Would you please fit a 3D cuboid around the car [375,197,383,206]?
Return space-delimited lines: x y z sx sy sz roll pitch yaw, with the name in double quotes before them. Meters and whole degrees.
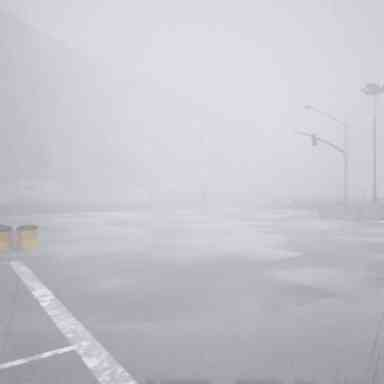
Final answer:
"car" 30.232 1.461 51.296 4.181 1.385 1.994 0 0 -35

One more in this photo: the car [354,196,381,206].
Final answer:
"car" 28.803 1.401 54.546 4.892 1.490 1.837 0 0 -35

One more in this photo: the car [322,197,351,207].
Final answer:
"car" 21.521 1.478 49.413 4.181 1.385 1.994 0 0 -34

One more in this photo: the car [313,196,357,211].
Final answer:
"car" 15.886 1.462 36.841 4.674 1.442 1.812 0 0 -35

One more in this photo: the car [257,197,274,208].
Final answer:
"car" 11.118 1.427 46.332 4.902 1.511 2.128 0 0 -35

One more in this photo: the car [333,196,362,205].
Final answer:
"car" 26.925 1.444 57.505 5.357 1.411 2.033 0 0 -36

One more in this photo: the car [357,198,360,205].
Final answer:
"car" 23.033 1.515 46.221 4.718 1.301 1.895 0 0 -35

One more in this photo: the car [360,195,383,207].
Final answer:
"car" 24.160 1.421 42.735 4.892 1.490 1.837 0 0 -35

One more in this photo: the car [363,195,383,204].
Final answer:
"car" 34.619 1.356 63.172 5.008 1.535 1.882 0 0 -38

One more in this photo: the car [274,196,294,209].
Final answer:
"car" 13.385 1.286 43.651 4.553 1.767 2.097 0 0 -35

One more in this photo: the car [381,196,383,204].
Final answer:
"car" 36.007 1.431 59.772 4.181 1.385 1.994 0 0 -38

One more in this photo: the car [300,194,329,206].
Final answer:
"car" 19.263 1.268 52.112 4.553 1.767 2.097 0 0 -35

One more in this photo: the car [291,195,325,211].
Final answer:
"car" 14.930 1.482 40.463 5.357 1.411 2.033 0 0 -36
